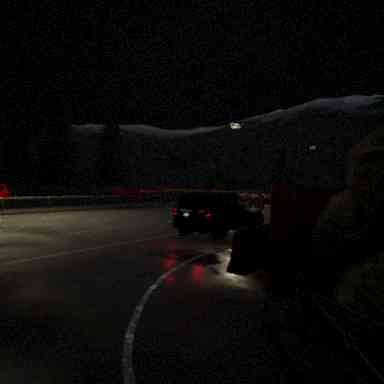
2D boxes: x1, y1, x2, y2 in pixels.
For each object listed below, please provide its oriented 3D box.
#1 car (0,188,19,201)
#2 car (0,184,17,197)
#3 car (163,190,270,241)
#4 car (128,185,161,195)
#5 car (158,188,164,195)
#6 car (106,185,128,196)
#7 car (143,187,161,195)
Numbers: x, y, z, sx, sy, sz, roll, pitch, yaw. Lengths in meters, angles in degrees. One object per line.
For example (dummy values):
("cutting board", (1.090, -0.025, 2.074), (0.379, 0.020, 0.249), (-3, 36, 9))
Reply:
("car", (-22.445, 0.294, 37.004), (2.033, 1.411, 5.357), (2, 2, 35))
("car", (-17.222, 0.340, 26.143), (2.150, 2.045, 5.566), (2, 2, 35))
("car", (1.407, 1.037, 16.155), (2.150, 2.045, 5.566), (3, 2, 38))
("car", (-6.965, 0.014, 52.943), (2.150, 2.045, 5.566), (2, 1, 35))
("car", (-2.274, 0.556, 47.486), (1.812, 1.442, 4.674), (2, 1, 35))
("car", (-11.134, -0.096, 53.095), (2.150, 2.045, 5.566), (2, 1, 35))
("car", (-4.660, 0.418, 50.168), (1.837, 1.490, 4.892), (2, 1, 35))
